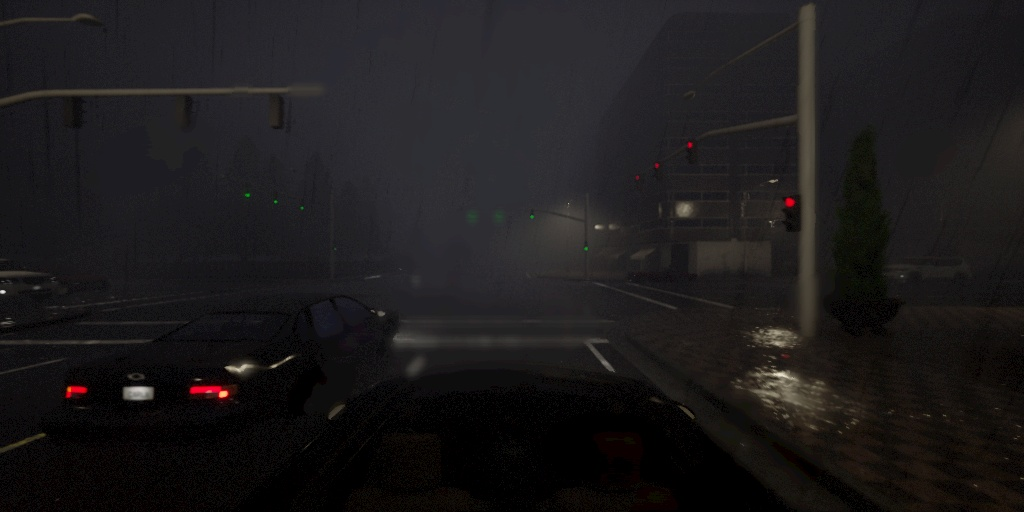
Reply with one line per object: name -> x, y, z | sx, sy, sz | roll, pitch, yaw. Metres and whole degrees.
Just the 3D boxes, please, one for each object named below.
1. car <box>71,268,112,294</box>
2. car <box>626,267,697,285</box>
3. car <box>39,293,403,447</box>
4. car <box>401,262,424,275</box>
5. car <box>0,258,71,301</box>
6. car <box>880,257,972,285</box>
car -> -24.844, 1.332, 19.433 | 5.008, 1.535, 1.882 | 0, 0, 0
car -> 11.055, 1.474, 26.827 | 4.718, 1.301, 1.895 | 0, 0, 0
car -> -3.419, 1.309, 5.791 | 2.033, 1.411, 5.357 | 0, 0, 0
car -> -11.130, 1.428, 40.204 | 1.837, 1.490, 4.892 | 0, 1, -5
car -> -23.867, 1.067, 15.940 | 5.566, 2.045, 2.150 | 0, 0, 0
car -> 30.853, 1.094, 26.933 | 5.566, 2.045, 2.150 | 0, 0, 0
